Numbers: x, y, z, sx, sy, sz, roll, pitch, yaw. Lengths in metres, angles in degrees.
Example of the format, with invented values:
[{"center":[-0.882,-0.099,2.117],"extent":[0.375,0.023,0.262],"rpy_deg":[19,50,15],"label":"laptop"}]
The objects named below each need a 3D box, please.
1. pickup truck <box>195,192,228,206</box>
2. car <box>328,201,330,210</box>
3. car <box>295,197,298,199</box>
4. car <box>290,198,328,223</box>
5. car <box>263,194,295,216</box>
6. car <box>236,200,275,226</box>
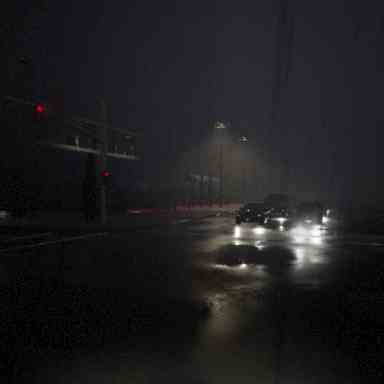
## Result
[{"center":[2.979,1.059,52.866],"extent":[6.274,2.098,2.390],"rpy_deg":[0,0,-36],"label":"pickup truck"},{"center":[13.200,1.601,34.997],"extent":[1.895,1.301,4.718],"rpy_deg":[0,0,24],"label":"car"},{"center":[14.038,1.504,45.620],"extent":[1.837,1.490,4.892],"rpy_deg":[0,0,24],"label":"car"},{"center":[9.142,1.491,25.759],"extent":[2.128,1.511,4.902],"rpy_deg":[0,0,23],"label":"car"},{"center":[8.448,1.221,32.882],"extent":[2.150,2.045,5.566],"rpy_deg":[0,0,24],"label":"car"},{"center":[4.542,1.526,23.994],"extent":[1.812,1.442,4.674],"rpy_deg":[0,0,23],"label":"car"}]
